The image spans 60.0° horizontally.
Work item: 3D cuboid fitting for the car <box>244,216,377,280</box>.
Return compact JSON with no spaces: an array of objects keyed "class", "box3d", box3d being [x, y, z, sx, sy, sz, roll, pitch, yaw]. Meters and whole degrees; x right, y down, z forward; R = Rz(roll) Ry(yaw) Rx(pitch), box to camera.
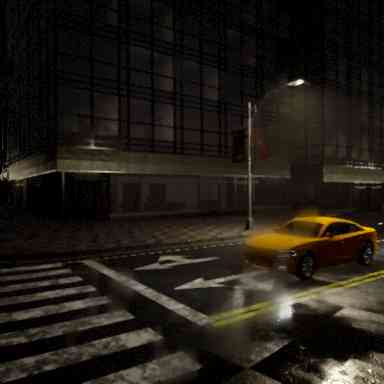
[{"class":"car","box3d":[3.817,1.538,10.380,5.008,1.535,1.882,0,0,-35]}]
